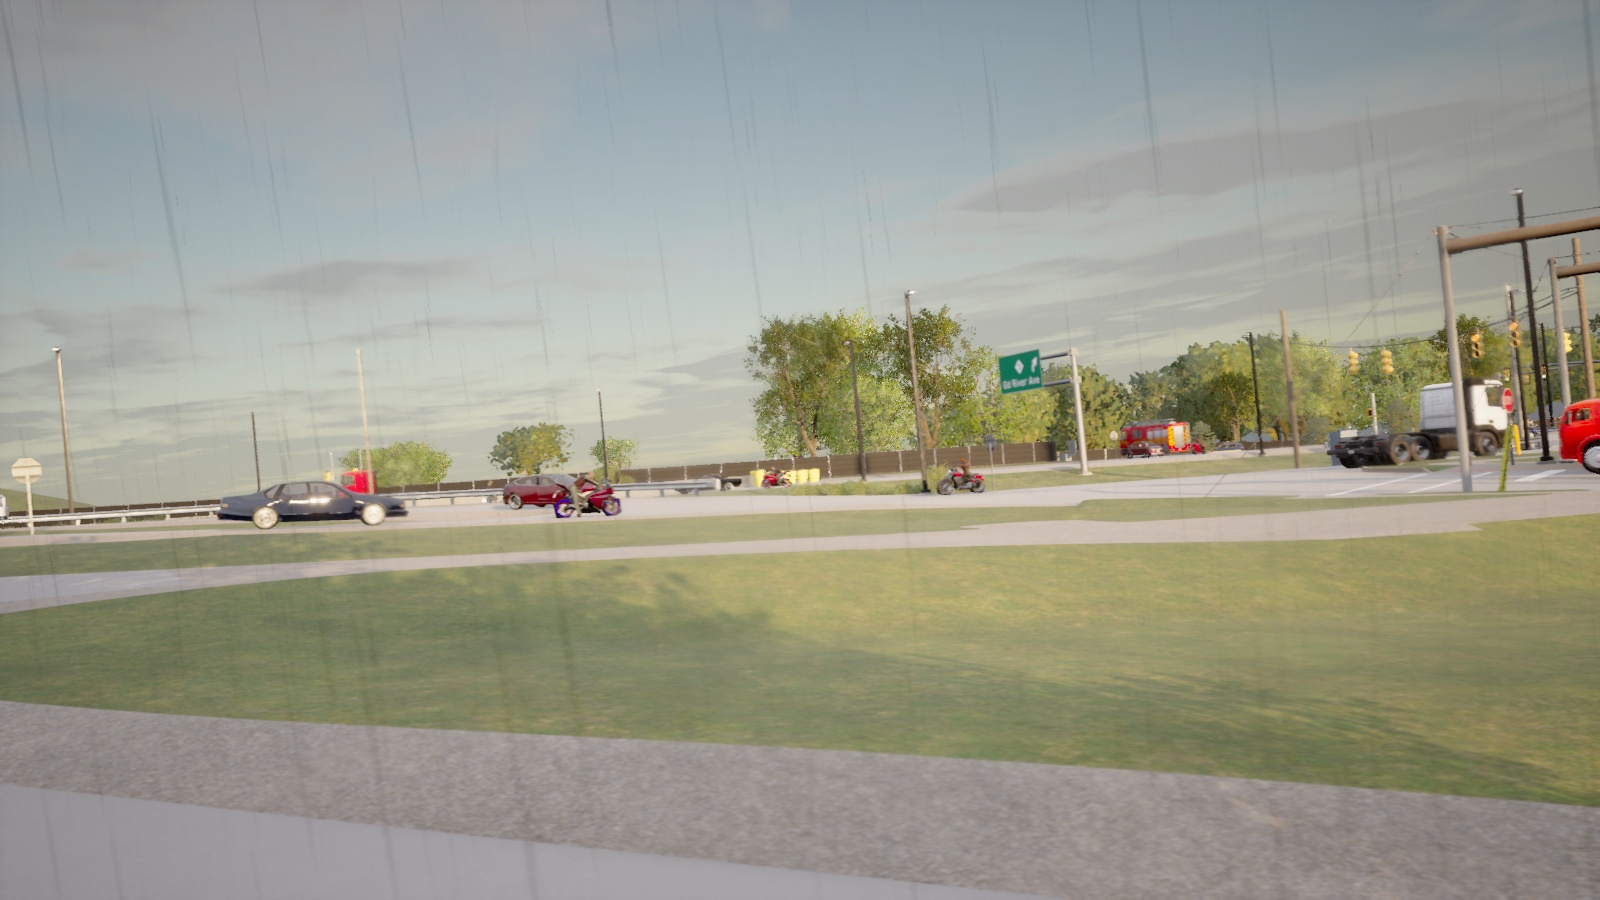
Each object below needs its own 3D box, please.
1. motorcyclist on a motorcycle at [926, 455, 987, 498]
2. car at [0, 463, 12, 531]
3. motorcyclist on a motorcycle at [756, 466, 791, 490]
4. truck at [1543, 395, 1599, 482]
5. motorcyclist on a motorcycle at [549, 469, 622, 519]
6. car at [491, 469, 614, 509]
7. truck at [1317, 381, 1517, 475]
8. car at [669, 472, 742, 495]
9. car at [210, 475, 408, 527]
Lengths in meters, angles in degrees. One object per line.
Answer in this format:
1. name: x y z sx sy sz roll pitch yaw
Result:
1. motorcyclist on a motorcycle: 6.380 1.080 51.105 2.350 1.649 0.766 -2 -2 -29
2. car: -23.964 1.301 33.634 4.605 1.855 1.932 1 -3 -40
3. motorcyclist on a motorcycle: -1.840 1.910 86.529 2.191 1.530 0.866 -3 -1 -23
4. truck: 24.801 -0.448 36.305 5.204 2.467 2.627 -3 1 42
5. motorcyclist on a motorcycle: -6.952 1.415 40.700 2.191 1.530 0.866 -1 -2 -22
6. car: -10.593 1.664 53.770 4.792 1.488 2.163 -2 1 27
7. truck: 25.987 -0.946 52.848 7.936 3.462 2.891 -3 -2 -23
8. car: -6.660 2.338 88.301 4.718 1.301 1.895 -3 -1 -23
9. car: -14.639 1.522 37.622 5.357 1.411 2.033 0 -3 -22
